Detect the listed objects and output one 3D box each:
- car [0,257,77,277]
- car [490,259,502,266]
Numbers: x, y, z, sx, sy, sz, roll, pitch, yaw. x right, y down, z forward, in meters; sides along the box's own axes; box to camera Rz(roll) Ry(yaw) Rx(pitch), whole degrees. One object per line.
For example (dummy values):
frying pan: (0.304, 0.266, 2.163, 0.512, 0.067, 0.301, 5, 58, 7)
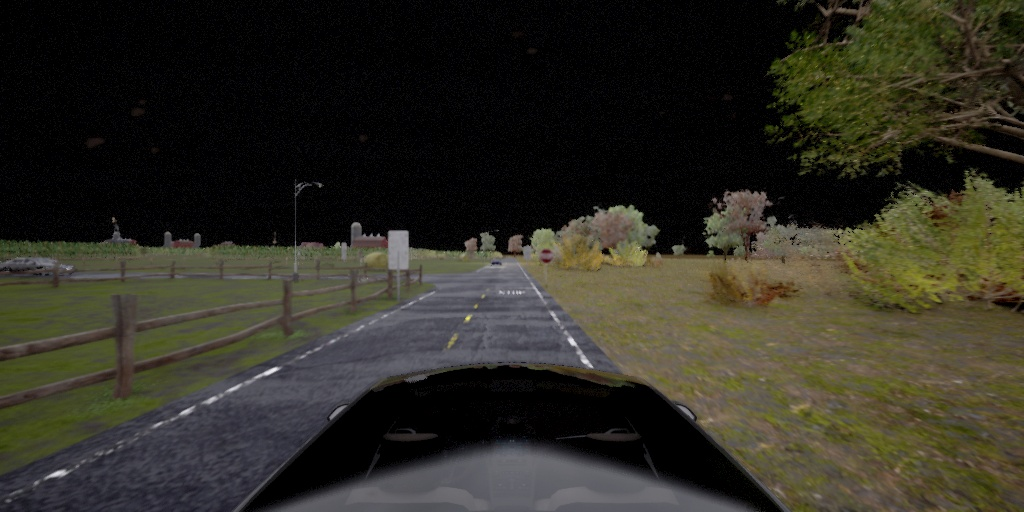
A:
car: (-39.075, 0.871, 29.612, 4.902, 1.511, 2.128, 0, 1, 0)
car: (-2.755, 1.111, 62.711, 1.895, 1.301, 4.718, 0, 0, 0)
